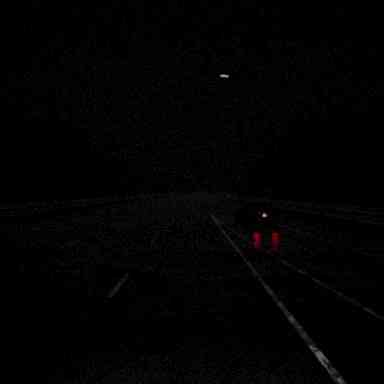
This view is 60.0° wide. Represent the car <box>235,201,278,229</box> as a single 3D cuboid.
[{"bbox_3d":[3.988,1.386,21.091,2.033,1.649,4.856,0,0,-3],"label":"car"}]
